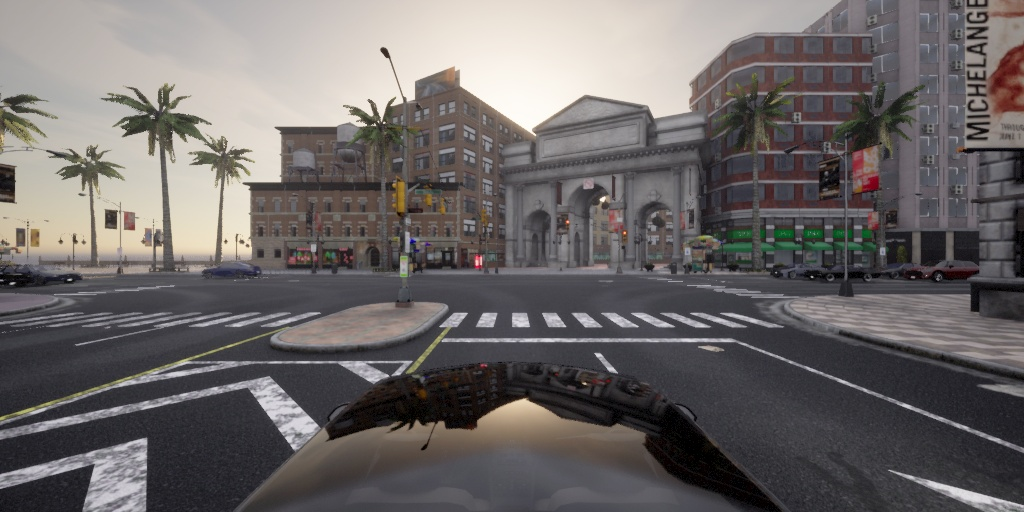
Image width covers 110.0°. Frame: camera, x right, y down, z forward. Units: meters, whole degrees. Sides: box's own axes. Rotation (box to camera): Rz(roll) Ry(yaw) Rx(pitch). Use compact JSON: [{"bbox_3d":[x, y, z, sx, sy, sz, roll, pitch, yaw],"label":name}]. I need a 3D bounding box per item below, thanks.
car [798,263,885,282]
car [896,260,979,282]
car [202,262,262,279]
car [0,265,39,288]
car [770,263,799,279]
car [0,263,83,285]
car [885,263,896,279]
[{"bbox_3d":[26.107,1.351,28.541,4.718,1.301,1.895,0,0,1],"label":"car"},{"bbox_3d":[34.063,1.102,28.387,4.553,1.767,2.097,0,0,2],"label":"car"},{"bbox_3d":[-25.259,1.275,32.439,4.674,1.442,1.812,0,0,0],"label":"car"},{"bbox_3d":[-32.490,1.351,21.796,4.718,1.301,1.895,0,0,0],"label":"car"},{"bbox_3d":[25.592,1.314,32.029,4.181,1.385,1.994,0,0,1],"label":"car"},{"bbox_3d":[-33.850,1.298,25.308,5.357,1.411,2.033,0,0,0],"label":"car"},{"bbox_3d":[34.848,1.297,31.926,5.357,1.411,2.033,0,0,1],"label":"car"}]
